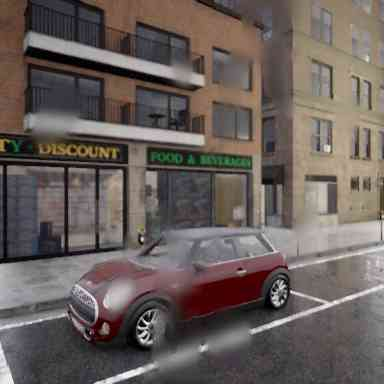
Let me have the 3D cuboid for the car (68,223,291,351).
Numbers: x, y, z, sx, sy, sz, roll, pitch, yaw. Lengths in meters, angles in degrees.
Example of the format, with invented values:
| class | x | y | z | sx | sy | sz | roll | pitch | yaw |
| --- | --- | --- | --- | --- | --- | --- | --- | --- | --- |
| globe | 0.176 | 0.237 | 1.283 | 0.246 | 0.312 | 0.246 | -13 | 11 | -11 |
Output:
| class | x | y | z | sx | sy | sz | roll | pitch | yaw |
| --- | --- | --- | --- | --- | --- | --- | --- | --- | --- |
| car | -0.098 | 1.436 | 6.125 | 4.097 | 1.590 | 1.967 | 0 | 0 | -36 |
